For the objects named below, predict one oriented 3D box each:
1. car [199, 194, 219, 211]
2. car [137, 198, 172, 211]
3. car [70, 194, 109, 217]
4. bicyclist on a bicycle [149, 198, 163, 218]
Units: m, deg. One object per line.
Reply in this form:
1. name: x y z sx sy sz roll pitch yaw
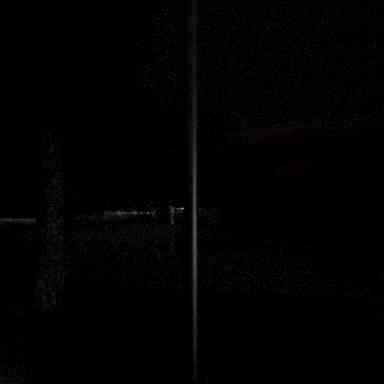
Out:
1. car: 2.241 1.231 42.028 2.150 2.045 5.566 0 0 36
2. car: -4.469 1.488 39.858 1.882 1.535 5.008 0 0 35
3. car: -10.454 1.231 31.501 2.150 2.045 5.566 0 0 35
4. bicyclist on a bicycle: -2.991 1.351 27.486 1.656 1.620 0.582 0 1 36
